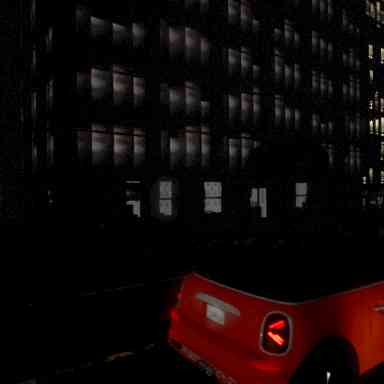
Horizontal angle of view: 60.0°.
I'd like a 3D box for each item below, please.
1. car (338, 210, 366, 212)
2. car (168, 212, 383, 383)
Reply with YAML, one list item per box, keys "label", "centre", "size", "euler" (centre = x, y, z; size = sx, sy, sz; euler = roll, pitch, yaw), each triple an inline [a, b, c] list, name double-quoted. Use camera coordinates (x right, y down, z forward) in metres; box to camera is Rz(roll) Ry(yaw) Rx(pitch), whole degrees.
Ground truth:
- label: "car"
  centre: [7.474, 1.542, 15.764]
  size: [4.507, 1.381, 1.887]
  euler: [0, -1, -35]
- label: "car"
  centre: [1.983, 1.351, 4.849]
  size: [4.553, 1.767, 2.097]
  euler: [0, 0, -36]
